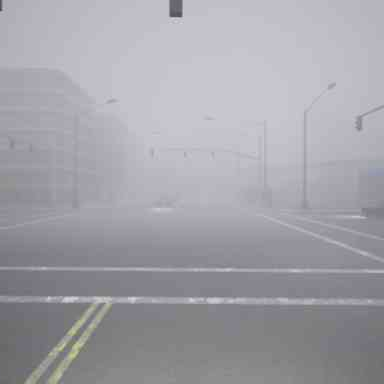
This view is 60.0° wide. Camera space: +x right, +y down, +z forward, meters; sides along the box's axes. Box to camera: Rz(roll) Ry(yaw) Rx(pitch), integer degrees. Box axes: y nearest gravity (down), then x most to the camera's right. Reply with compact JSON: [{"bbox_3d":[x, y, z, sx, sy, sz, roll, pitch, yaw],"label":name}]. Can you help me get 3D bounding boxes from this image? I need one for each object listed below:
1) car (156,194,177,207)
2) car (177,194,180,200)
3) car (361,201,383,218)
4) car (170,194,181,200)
[{"bbox_3d":[-3.592,1.176,44.161,2.128,1.511,4.902,0,0,0],"label":"car"},{"bbox_3d":[-3.570,1.144,56.378,2.033,1.411,5.357,0,1,1],"label":"car"},{"bbox_3d":[16.394,1.366,27.569,4.181,1.385,1.994,0,0,0],"label":"car"},{"bbox_3d":[-3.521,1.044,71.171,1.994,1.385,4.181,0,0,0],"label":"car"}]
